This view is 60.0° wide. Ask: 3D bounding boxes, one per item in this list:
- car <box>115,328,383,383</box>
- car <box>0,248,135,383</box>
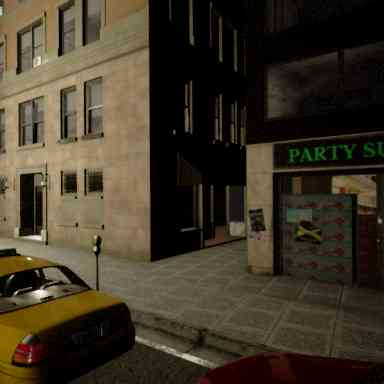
[{"bbox_3d":[1.767,1.582,1.594,4.206,1.307,1.802,0,-1,36],"label":"car"},{"bbox_3d":[-2.987,1.526,4.992,4.829,1.417,1.752,0,-1,36],"label":"car"}]
